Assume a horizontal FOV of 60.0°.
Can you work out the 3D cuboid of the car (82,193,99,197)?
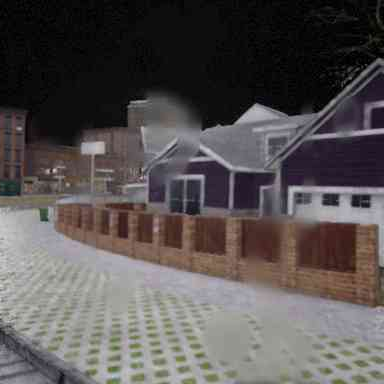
[{"bbox_3d":[-19.760,0.918,61.716,1.994,1.385,4.181,2,2,12],"label":"car"}]

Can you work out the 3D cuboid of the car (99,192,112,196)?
[{"bbox_3d":[-17.705,0.676,69.976,1.895,1.301,4.718,2,2,19],"label":"car"}]

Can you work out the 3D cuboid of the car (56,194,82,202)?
[{"bbox_3d":[-20.615,1.019,55.024,1.837,1.490,4.892,2,1,6],"label":"car"}]
